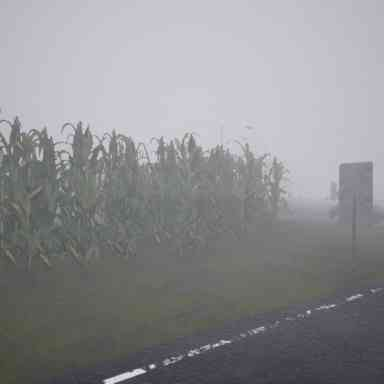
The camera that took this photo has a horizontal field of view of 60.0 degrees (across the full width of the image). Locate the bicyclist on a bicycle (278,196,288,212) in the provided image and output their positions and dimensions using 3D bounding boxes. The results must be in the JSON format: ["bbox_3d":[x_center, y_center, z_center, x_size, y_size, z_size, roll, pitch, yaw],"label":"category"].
[{"bbox_3d":[9.327,1.246,34.080,1.656,1.620,0.582,-1,1,-36],"label":"bicyclist on a bicycle"}]

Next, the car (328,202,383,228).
[{"bbox_3d":[11.206,1.366,21.251,1.837,1.490,4.892,1,0,-36],"label":"car"}]
